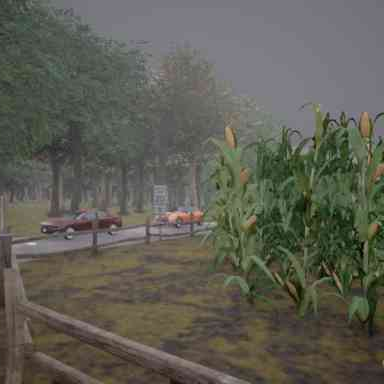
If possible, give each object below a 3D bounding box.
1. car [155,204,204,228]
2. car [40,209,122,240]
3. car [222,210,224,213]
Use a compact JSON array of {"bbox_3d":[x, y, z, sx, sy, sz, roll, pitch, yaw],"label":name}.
[{"bbox_3d":[-0.968,1.906,27.192,2.097,1.767,4.553,0,-1,36],"label":"car"},{"bbox_3d":[-6.349,1.810,19.573,1.882,1.535,5.008,0,-1,34],"label":"car"},{"bbox_3d":[4.456,2.253,34.769,1.882,1.535,5.008,0,-1,36],"label":"car"}]
